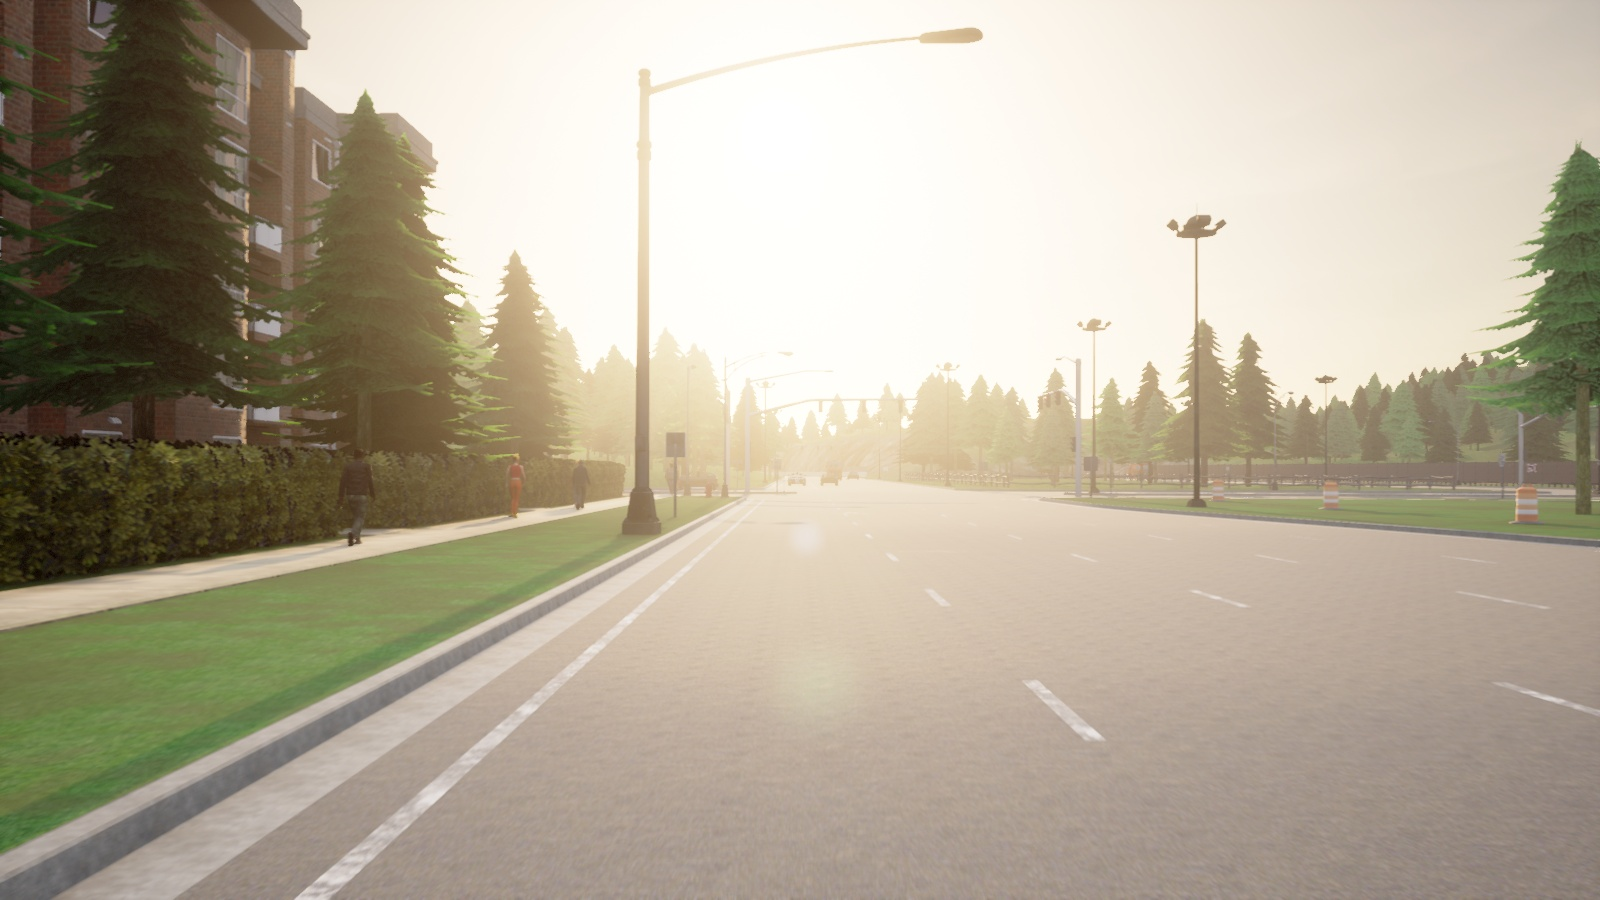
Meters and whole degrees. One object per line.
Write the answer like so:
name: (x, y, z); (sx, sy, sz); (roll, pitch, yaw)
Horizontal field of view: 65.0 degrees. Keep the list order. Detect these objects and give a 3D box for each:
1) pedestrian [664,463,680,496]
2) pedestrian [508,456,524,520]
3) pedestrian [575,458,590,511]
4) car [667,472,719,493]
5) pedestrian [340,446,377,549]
pedestrian: (-7.261, 1.677, 71.327); (0.874, 1.855, 0.900); (0, -1, -3)
pedestrian: (-8.160, 1.081, 36.104); (0.345, 1.836, 0.594); (0, -1, 0)
pedestrian: (-7.636, 1.211, 44.041); (0.402, 1.842, 0.726); (0, -1, 0)
car: (-7.996, 2.399, 94.034); (3.705, 1.549, 1.789); (0, -1, 0)
pedestrian: (-8.045, 0.859, 22.897); (0.431, 1.840, 0.703); (0, -1, 1)
